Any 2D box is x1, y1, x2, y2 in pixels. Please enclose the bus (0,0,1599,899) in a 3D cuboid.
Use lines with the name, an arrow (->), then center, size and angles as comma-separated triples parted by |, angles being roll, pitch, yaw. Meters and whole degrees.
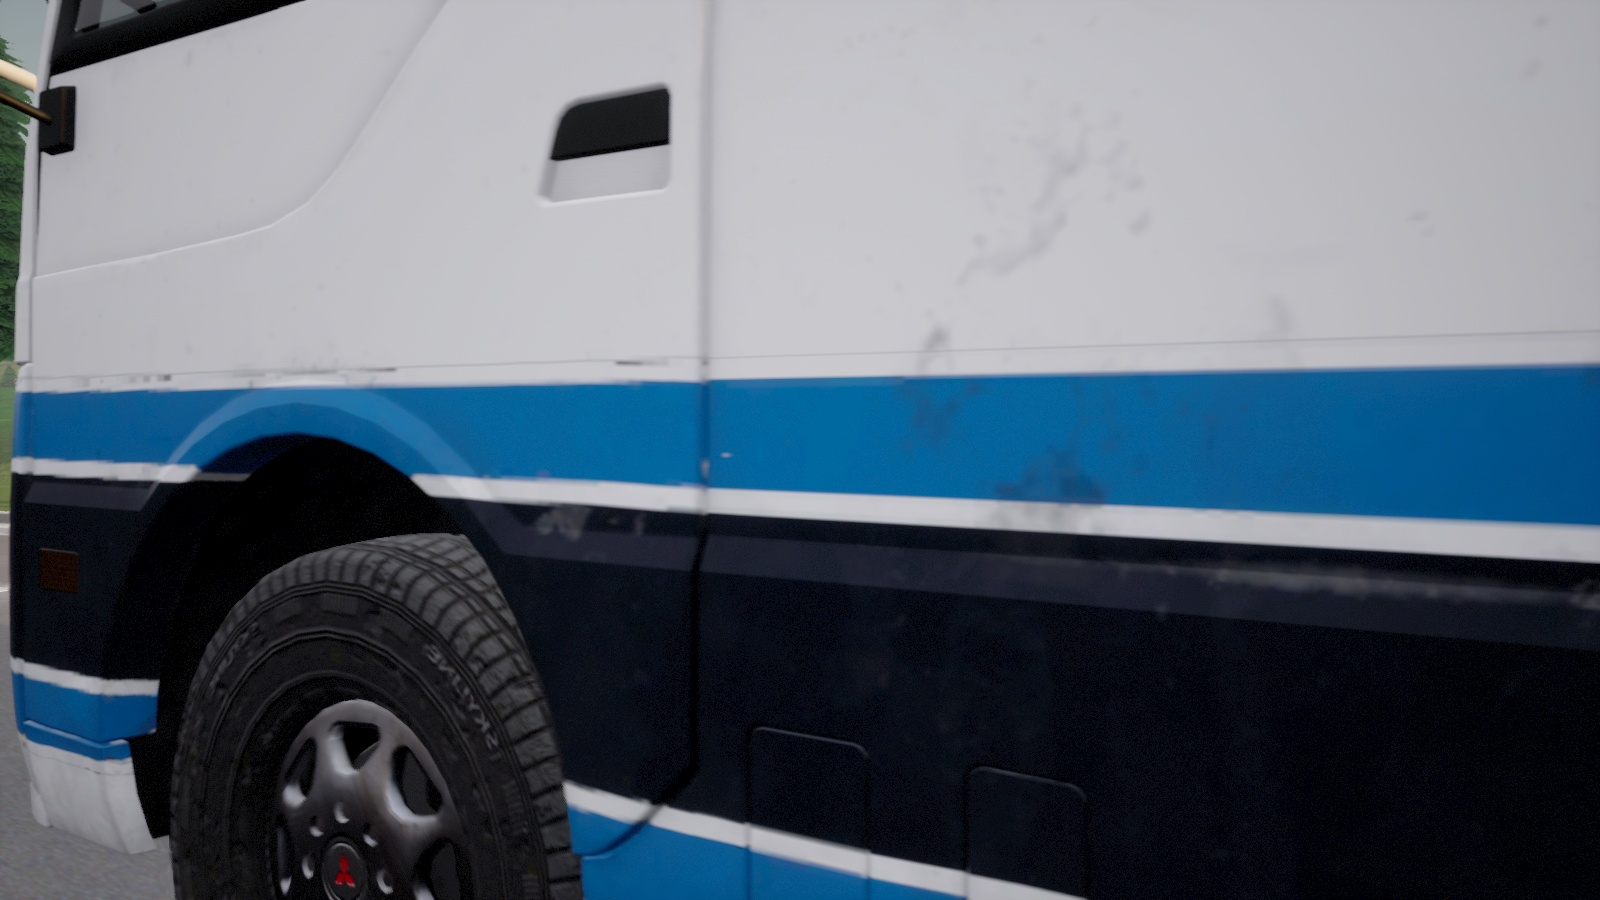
bus -> 2.467, -0.694, 1.958 | 10.273, 4.253, 3.944 | 0, 1, 34
